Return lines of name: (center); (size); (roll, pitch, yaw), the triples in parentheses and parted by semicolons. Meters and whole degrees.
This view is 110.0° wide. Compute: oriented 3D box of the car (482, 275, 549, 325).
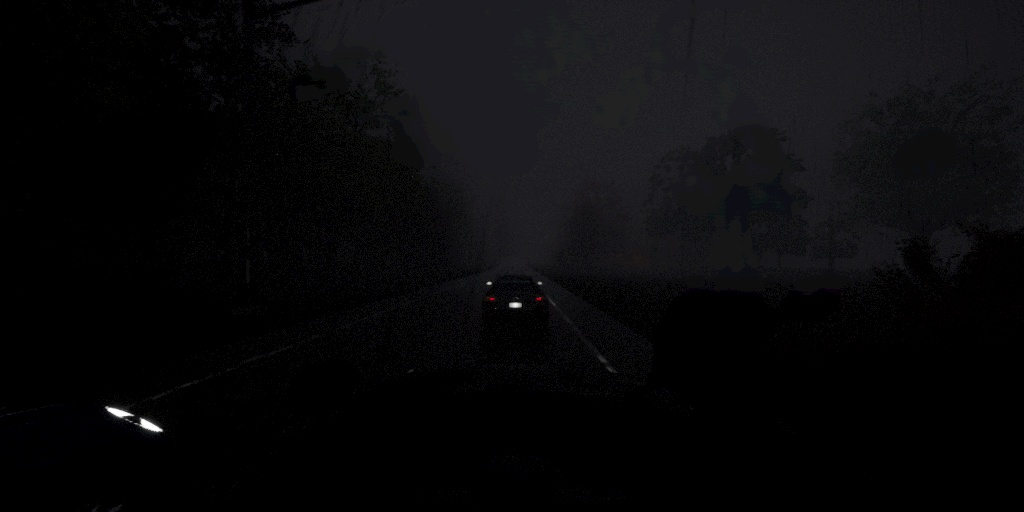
car: (0.094, 1.321, 11.855); (1.994, 1.385, 4.181); (0, 0, 0)

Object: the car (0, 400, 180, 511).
car: (-3.340, 1.099, 0.541); (2.097, 1.767, 4.553); (0, 0, 1)
